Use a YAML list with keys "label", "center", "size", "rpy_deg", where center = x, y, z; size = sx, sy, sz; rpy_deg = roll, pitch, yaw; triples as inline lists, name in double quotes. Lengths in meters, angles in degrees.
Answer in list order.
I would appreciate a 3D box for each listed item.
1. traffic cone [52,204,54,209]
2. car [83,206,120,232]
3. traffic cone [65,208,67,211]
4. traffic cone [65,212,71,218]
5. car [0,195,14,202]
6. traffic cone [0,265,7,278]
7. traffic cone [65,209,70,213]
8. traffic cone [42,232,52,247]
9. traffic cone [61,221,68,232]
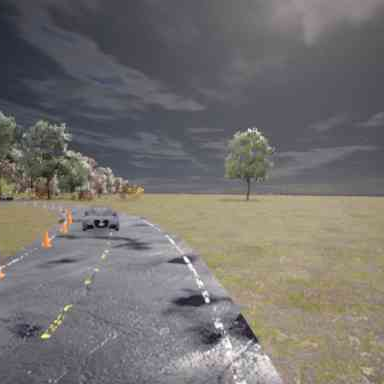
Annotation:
- label: "traffic cone"
  center: [-16.814, 1.760, 40.292]
  size: [0.340, 0.580, 0.340]
  rpy_deg: [1, 0, -33]
- label: "car"
  center: [-5.364, 1.522, 19.655]
  size: [1.994, 1.385, 4.181]
  rpy_deg: [0, 0, -16]
- label: "traffic cone"
  center: [-12.051, 1.833, 31.867]
  size: [0.340, 0.580, 0.340]
  rpy_deg: [0, 0, -26]
- label: "traffic cone"
  center: [-8.400, 1.888, 22.904]
  size: [0.340, 0.580, 0.340]
  rpy_deg: [0, 0, -18]
- label: "car"
  center: [-34.927, 1.186, 61.257]
  size: [4.718, 1.301, 1.895]
  rpy_deg: [1, 0, 29]
- label: "traffic cone"
  center: [-5.138, 1.939, 8.770]
  size: [0.340, 0.580, 0.340]
  rpy_deg: [0, 0, -7]
- label: "traffic cone"
  center: [-10.082, 1.863, 27.444]
  size: [0.340, 0.580, 0.340]
  rpy_deg: [0, 0, -22]
- label: "traffic cone"
  center: [-5.923, 1.926, 13.548]
  size: [0.340, 0.580, 0.340]
  rpy_deg: [0, 0, -11]
- label: "traffic cone"
  center: [-7.012, 1.909, 18.265]
  size: [0.340, 0.580, 0.340]
  rpy_deg: [0, 0, -15]
